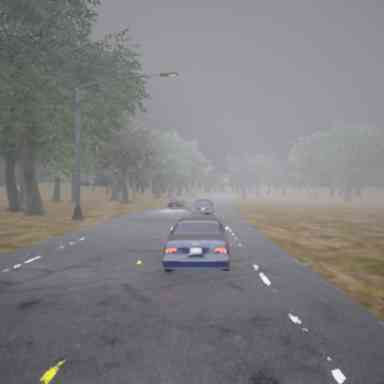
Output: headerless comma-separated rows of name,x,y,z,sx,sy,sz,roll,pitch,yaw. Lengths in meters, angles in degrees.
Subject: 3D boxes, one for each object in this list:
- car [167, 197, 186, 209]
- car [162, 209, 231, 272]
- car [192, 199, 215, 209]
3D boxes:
car,-1.848,1.322,40.474,1.895,1.301,4.718,0,0,5
car,0.221,1.465,10.478,2.033,1.411,5.357,-1,0,3
car,0.969,1.317,28.224,2.033,1.411,5.357,0,1,4
